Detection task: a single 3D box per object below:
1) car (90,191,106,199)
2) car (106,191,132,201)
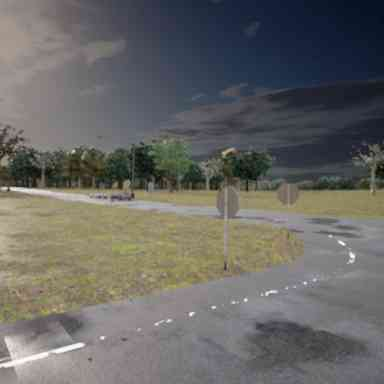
[{"bbox_3d":[-16.866,0.536,59.971,1.895,1.301,4.718,1,1,-35],"label":"car"},{"bbox_3d":[-11.075,0.622,51.780,2.128,1.511,4.902,1,1,-35],"label":"car"}]
